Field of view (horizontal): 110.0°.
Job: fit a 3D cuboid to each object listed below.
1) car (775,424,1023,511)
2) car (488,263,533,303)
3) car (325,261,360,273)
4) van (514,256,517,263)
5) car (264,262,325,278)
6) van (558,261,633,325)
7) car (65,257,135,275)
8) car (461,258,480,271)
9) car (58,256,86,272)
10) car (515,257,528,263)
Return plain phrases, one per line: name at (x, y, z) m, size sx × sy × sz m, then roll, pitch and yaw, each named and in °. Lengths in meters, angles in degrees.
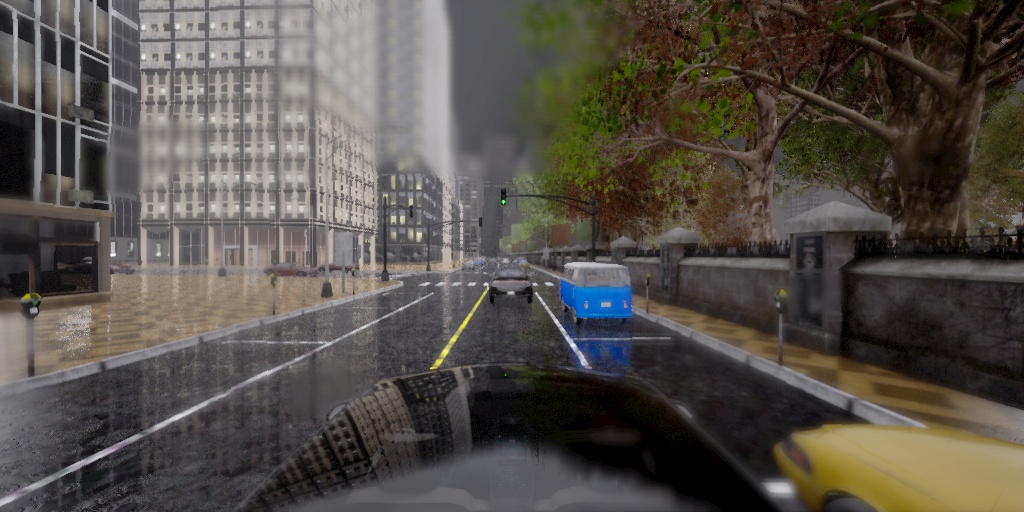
car at (2.710, 1.273, 0.506) m, size 1.751 × 1.417 × 4.829 m, roll 0°, pitch 0°, yaw 0°
car at (-0.059, 1.242, 16.538) m, size 2.128 × 1.511 × 4.902 m, roll 0°, pitch 0°, yaw 0°
car at (-18.289, 1.122, 37.913) m, size 4.207 × 1.307 × 1.802 m, roll 0°, pitch 0°, yaw 3°
van at (1.654, 1.065, 60.672) m, size 1.690 × 1.789 × 3.998 m, roll 0°, pitch 0°, yaw -2°
car at (-18.302, 1.145, 29.799) m, size 4.207 × 1.307 × 1.802 m, roll 0°, pitch 0°, yaw 3°
van at (2.538, 1.088, 11.585) m, size 1.690 × 1.789 × 3.998 m, roll 0°, pitch 0°, yaw 0°
car at (-34.830, 0.957, 30.638) m, size 4.207 × 1.307 × 1.802 m, roll 0°, pitch 0°, yaw 3°
car at (-5.910, 1.283, 49.197) m, size 2.007 × 1.370 × 4.403 m, roll 0°, pitch 0°, yaw -1°
car at (-40.204, 0.837, 30.840) m, size 4.829 × 1.417 × 1.751 m, roll 0°, pitch 0°, yaw 2°
car at (1.812, 1.254, 55.300) m, size 1.751 × 1.417 × 4.829 m, roll 0°, pitch 0°, yaw -2°
